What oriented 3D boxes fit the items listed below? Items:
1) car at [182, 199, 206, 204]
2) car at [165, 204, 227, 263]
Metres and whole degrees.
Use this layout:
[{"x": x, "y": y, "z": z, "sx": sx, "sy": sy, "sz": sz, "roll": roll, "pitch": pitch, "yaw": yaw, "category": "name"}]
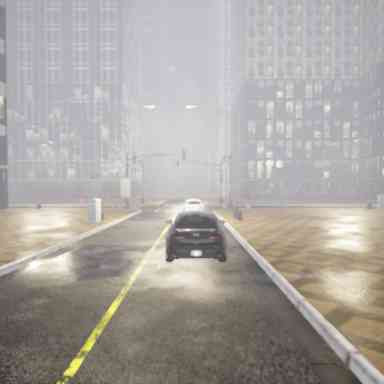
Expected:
[{"x": 0.171, "y": 1.275, "z": 26.684, "sx": 1.812, "sy": 1.442, "sz": 4.674, "roll": 0, "pitch": 0, "yaw": 0, "category": "car"}, {"x": 0.130, "y": 1.395, "z": 11.513, "sx": 1.837, "sy": 1.490, "sz": 4.892, "roll": 0, "pitch": 1, "yaw": 0, "category": "car"}]
